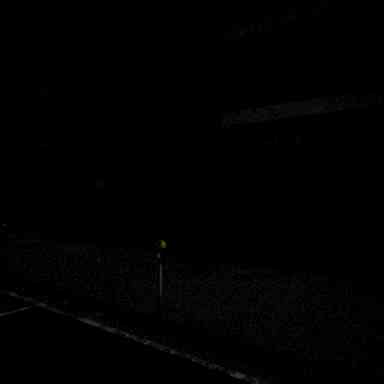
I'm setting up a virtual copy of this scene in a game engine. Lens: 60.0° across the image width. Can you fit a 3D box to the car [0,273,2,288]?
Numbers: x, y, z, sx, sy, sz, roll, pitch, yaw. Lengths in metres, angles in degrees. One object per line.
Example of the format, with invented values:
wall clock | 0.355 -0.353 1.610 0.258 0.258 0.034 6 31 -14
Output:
car | -6.073 1.440 7.412 4.097 1.590 1.967 0 0 36
